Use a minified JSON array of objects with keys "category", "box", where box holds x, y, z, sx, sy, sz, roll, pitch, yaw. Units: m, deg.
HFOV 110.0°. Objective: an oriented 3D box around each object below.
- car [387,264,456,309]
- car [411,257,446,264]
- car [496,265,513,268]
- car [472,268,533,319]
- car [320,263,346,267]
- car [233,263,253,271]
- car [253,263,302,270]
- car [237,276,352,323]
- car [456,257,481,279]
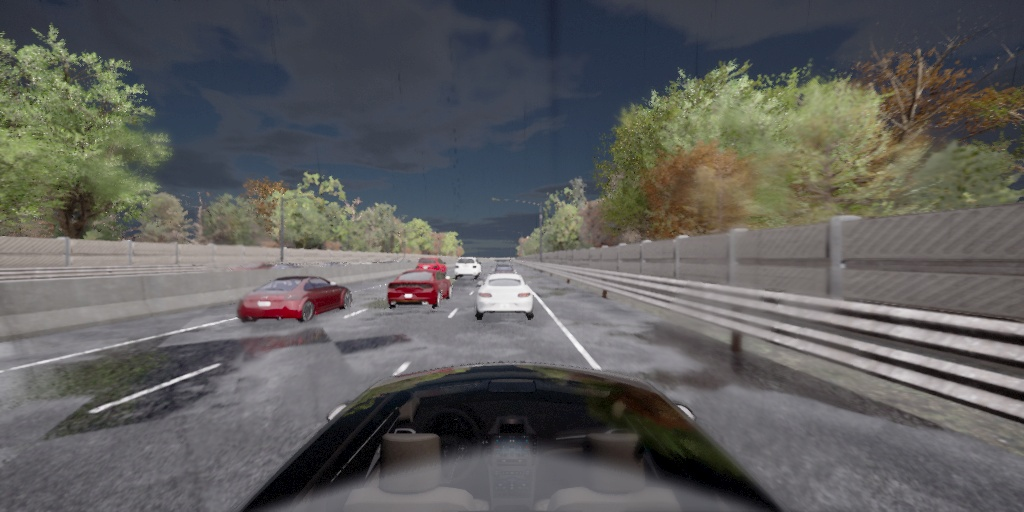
[{"category":"car","box":[-3.822,1.300,15.514,1.882,1.535,5.008,0,0,-1]},{"category":"car","box":[-7.755,1.153,34.858,2.150,2.045,5.566,0,0,-1]},{"category":"car","box":[-0.647,1.442,30.087,2.033,1.411,5.357,0,0,-1]},{"category":"car","box":[-0.265,1.331,12.981,1.812,1.442,4.674,0,0,-1]},{"category":"car","box":[-18.484,1.444,36.736,2.128,1.511,4.902,0,0,-1]},{"category":"car","box":[-25.466,1.434,35.901,1.882,1.535,5.008,0,0,-1]},{"category":"car","box":[-21.945,1.493,34.701,2.033,1.411,5.357,0,0,-1]},{"category":"car","box":[-7.254,1.375,12.448,1.994,1.385,4.181,0,0,-1]},{"category":"car","box":[-4.262,1.151,35.156,2.150,2.045,5.566,0,0,-1]}]
